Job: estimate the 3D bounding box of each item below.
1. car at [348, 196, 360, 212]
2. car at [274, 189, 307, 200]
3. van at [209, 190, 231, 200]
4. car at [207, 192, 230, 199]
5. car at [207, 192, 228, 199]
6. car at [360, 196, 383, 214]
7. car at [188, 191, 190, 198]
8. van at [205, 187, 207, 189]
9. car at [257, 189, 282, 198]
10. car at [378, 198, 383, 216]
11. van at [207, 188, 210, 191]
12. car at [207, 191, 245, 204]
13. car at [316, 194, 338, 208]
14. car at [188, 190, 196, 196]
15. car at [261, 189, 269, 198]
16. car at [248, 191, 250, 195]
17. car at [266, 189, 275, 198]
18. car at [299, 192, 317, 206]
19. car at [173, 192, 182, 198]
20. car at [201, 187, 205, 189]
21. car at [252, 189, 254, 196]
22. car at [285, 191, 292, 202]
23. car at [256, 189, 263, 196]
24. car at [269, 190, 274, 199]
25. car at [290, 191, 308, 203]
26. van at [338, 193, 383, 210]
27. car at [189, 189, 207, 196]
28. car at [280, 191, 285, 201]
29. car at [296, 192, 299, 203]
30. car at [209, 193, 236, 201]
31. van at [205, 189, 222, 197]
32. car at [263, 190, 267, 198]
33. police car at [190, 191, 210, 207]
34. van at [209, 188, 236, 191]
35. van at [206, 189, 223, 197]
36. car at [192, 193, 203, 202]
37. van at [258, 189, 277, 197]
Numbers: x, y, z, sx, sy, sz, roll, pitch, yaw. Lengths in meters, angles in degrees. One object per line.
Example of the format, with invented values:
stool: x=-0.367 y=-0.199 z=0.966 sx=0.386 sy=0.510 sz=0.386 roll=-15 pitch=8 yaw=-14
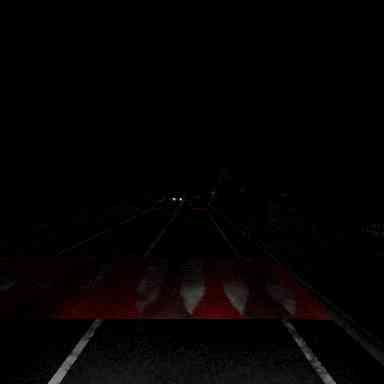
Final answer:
car: x=18.837 y=1.387 z=33.653 sx=4.674 sy=1.452 sz=2.002 roll=0 pitch=1 yaw=0
car: x=18.773 y=0.681 z=61.400 sx=5.566 sy=2.045 sz=2.435 roll=0 pitch=1 yaw=0
van: x=5.829 y=0.586 z=69.007 sx=4.442 sy=1.987 sz=1.878 roll=0 pitch=1 yaw=0
car: x=5.737 y=0.794 z=71.813 sx=4.792 sy=1.488 sz=2.163 roll=0 pitch=1 yaw=0
car: x=5.702 y=0.751 z=74.621 sx=4.674 sy=1.452 sz=2.002 roll=0 pitch=1 yaw=0
car: x=18.839 y=1.388 z=30.875 sx=5.008 sy=1.535 sz=2.097 roll=0 pitch=1 yaw=0
car: x=-0.001 y=0.529 z=79.293 sx=2.033 sy=1.411 sz=5.357 roll=0 pitch=1 yaw=0
van: x=5.813 y=0.371 z=80.225 sx=4.442 sy=1.987 sz=1.878 roll=0 pitch=1 yaw=0
car: x=18.804 y=0.333 z=80.832 sx=5.566 sy=2.045 sz=2.435 roll=0 pitch=1 yaw=0
car: x=18.846 y=1.471 z=28.101 sx=4.674 sy=1.452 sz=2.002 roll=0 pitch=1 yaw=0
van: x=5.599 y=0.632 z=66.205 sx=4.442 sy=1.987 sz=1.878 roll=0 pitch=1 yaw=0
car: x=5.546 y=1.024 z=54.993 sx=5.366 sy=1.575 sz=1.946 roll=0 pitch=1 yaw=0
car: x=18.800 y=1.252 z=41.977 sx=4.792 sy=1.488 sz=2.163 roll=0 pitch=1 yaw=0
car: x=-0.001 y=0.204 z=94.314 sx=2.128 sy=1.511 sz=4.902 roll=0 pitch=1 yaw=0
car: x=18.812 y=0.728 z=75.287 sx=4.792 sy=1.488 sz=2.163 roll=0 pitch=1 yaw=0
car: x=18.793 y=0.143 z=89.157 sx=5.566 sy=2.045 sz=2.435 roll=0 pitch=1 yaw=0
car: x=18.975 y=0.797 z=69.733 sx=5.366 sy=1.575 sz=1.946 roll=0 pitch=1 yaw=0
car: x=18.635 y=1.136 z=47.527 sx=5.366 sy=1.575 sz=1.946 roll=0 pitch=1 yaw=0
car: x=-3.251 y=0.661 z=75.914 sx=1.812 sy=1.442 sz=4.674 roll=0 pitch=1 yaw=0
car: x=5.665 y=0.282 z=83.024 sx=5.566 sy=2.045 sz=2.435 roll=0 pitch=1 yaw=0
car: x=18.954 y=0.455 z=86.387 sx=5.366 sy=1.575 sz=1.946 roll=0 pitch=1 yaw=0
car: x=18.815 y=1.015 z=55.853 sx=5.008 sy=1.535 sz=2.097 roll=0 pitch=1 yaw=0
car: x=18.751 y=0.391 z=78.056 sx=5.566 sy=2.045 sz=2.435 roll=0 pitch=1 yaw=0
car: x=18.789 y=0.847 z=66.956 sx=5.008 sy=1.535 sz=2.097 roll=0 pitch=1 yaw=0
car: x=18.820 y=1.057 z=53.077 sx=4.892 sy=1.521 sz=2.231 roll=0 pitch=1 yaw=0
van: x=18.953 y=1.079 z=36.423 sx=4.442 sy=1.987 sz=1.878 roll=0 pitch=1 yaw=0
car: x=0.974 y=0.897 z=54.462 sx=2.097 sy=1.767 sz=4.553 roll=0 pitch=1 yaw=0
car: x=18.811 y=0.973 z=58.629 sx=5.008 sy=1.535 sz=2.097 roll=0 pitch=1 yaw=0
car: x=18.846 y=1.127 z=50.303 sx=4.792 sy=1.488 sz=2.163 roll=0 pitch=1 yaw=0
car: x=5.714 y=0.901 z=63.402 sx=5.008 sy=1.535 sz=2.097 roll=0 pitch=1 yaw=0
van: x=5.802 y=0.180 z=88.631 sx=4.442 sy=1.987 sz=1.878 roll=0 pitch=1 yaw=0
car: x=18.757 y=0.784 z=72.504 sx=4.792 sy=1.488 sz=2.163 roll=0 pitch=1 yaw=0
police car: x=0.975 y=1.123 z=44.591 sx=1.930 sy=1.638 sz=5.238 roll=0 pitch=1 yaw=0
van: x=5.840 y=0.717 z=60.596 sx=4.442 sy=1.987 sz=1.878 roll=0 pitch=1 yaw=0
van: x=5.805 y=0.243 z=85.829 sx=4.442 sy=1.987 sz=1.878 roll=0 pitch=1 yaw=0
car: x=0.974 y=0.960 z=60.502 sx=1.837 sy=1.490 sz=4.892 roll=0 pitch=1 yaw=0
van: x=18.888 y=0.295 z=83.608 sx=4.442 sy=1.987 sz=1.878 roll=0 pitch=1 yaw=0
